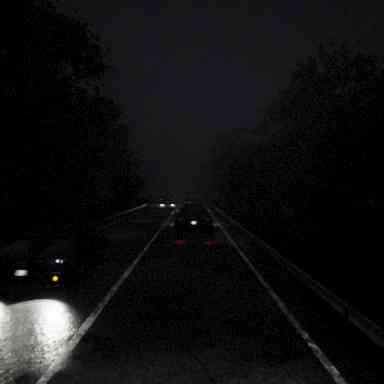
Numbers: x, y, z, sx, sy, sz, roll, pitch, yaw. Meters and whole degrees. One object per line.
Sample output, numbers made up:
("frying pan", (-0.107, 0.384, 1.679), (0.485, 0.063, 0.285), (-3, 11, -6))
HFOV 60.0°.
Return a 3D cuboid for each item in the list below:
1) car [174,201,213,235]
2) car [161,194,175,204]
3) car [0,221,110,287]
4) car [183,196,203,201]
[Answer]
("car", (0.083, 1.434, 17.995), (1.994, 1.385, 4.181), (0, 1, 0))
("car", (-3.628, 1.033, 49.858), (1.837, 1.490, 4.892), (0, 1, 0))
("car", (-3.609, 1.507, 9.020), (1.994, 1.385, 4.181), (0, 0, 0))
("car", (0.070, 1.193, 34.289), (2.128, 1.511, 4.902), (0, 1, 0))
